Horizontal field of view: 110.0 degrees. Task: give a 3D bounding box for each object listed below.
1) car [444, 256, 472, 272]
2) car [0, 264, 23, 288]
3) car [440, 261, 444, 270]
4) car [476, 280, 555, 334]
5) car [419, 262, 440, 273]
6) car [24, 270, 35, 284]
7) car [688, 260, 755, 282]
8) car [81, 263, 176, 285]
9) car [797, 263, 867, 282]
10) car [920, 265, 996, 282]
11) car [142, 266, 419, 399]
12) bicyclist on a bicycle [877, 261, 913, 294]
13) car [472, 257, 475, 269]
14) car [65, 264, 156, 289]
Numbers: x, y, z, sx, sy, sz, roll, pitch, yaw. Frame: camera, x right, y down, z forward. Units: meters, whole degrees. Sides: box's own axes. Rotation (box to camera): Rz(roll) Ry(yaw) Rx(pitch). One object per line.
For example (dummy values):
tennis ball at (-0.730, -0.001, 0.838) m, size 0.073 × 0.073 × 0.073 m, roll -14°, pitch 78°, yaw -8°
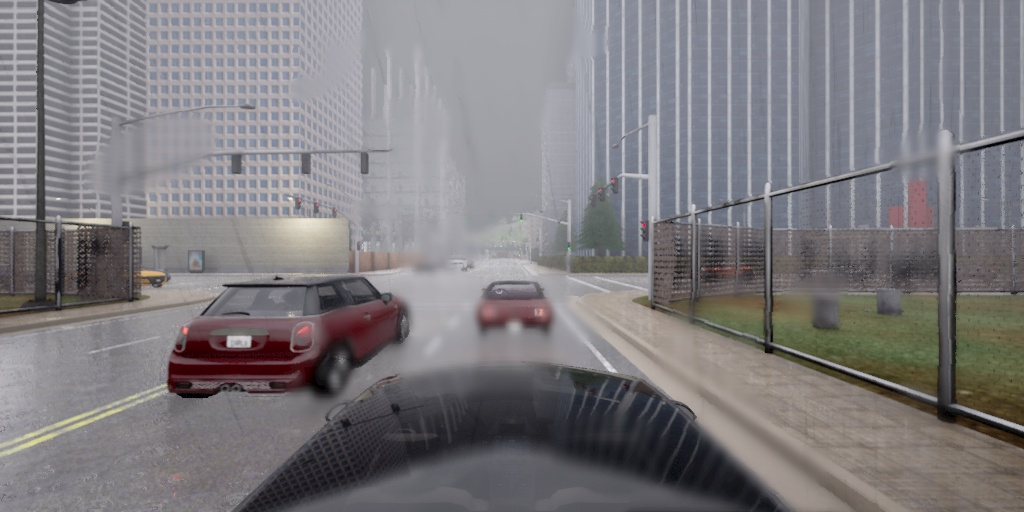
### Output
car at (-7.096, 1.046, 47.613) m, size 2.150 × 2.045 × 5.566 m, roll 0°, pitch 0°, yaw 0°
car at (-33.300, 1.205, 21.546) m, size 5.008 × 1.535 × 1.882 m, roll 0°, pitch 0°, yaw 0°
car at (-10.590, 1.382, 53.547) m, size 2.033 × 1.411 × 5.357 m, roll 0°, pitch 0°, yaw 0°
car at (0.082, 1.365, 10.618) m, size 1.895 × 1.301 × 4.718 m, roll 0°, pitch 0°, yaw 0°
car at (-10.595, 1.419, 43.947) m, size 1.895 × 1.301 × 4.718 m, roll 0°, pitch 0°, yaw 0°
car at (-36.257, 1.280, 25.053) m, size 5.357 × 1.411 × 2.033 m, roll 0°, pitch 0°, yaw 0°
car at (16.598, 1.090, 28.631) m, size 4.553 × 1.767 × 2.097 m, roll 0°, pitch 0°, yaw 0°
car at (-26.667, 1.259, 25.030) m, size 4.674 × 1.442 × 1.812 m, roll 0°, pitch 0°, yaw 0°
car at (25.484, 1.263, 28.602) m, size 4.674 × 1.442 × 1.812 m, roll 0°, pitch 0°, yaw 0°
car at (35.438, 1.301, 28.570) m, size 4.181 × 1.385 × 1.994 m, roll 0°, pitch 0°, yaw 1°
car at (-3.438, 1.109, 6.663) m, size 2.097 × 1.767 × 4.553 m, roll 0°, pitch 0°, yaw 0°
bicyclist on a bicycle at (18.806, 1.021, 17.644) m, size 0.582 × 1.620 × 1.656 m, roll 0°, pitch 0°, yaw 0°
car at (-7.078, 1.318, 57.604) m, size 1.882 × 1.535 × 5.008 m, roll 0°, pitch 0°, yaw 0°
car at (-23.723, 1.205, 21.523) m, size 5.008 × 1.535 × 1.882 m, roll 0°, pitch 0°, yaw 0°
